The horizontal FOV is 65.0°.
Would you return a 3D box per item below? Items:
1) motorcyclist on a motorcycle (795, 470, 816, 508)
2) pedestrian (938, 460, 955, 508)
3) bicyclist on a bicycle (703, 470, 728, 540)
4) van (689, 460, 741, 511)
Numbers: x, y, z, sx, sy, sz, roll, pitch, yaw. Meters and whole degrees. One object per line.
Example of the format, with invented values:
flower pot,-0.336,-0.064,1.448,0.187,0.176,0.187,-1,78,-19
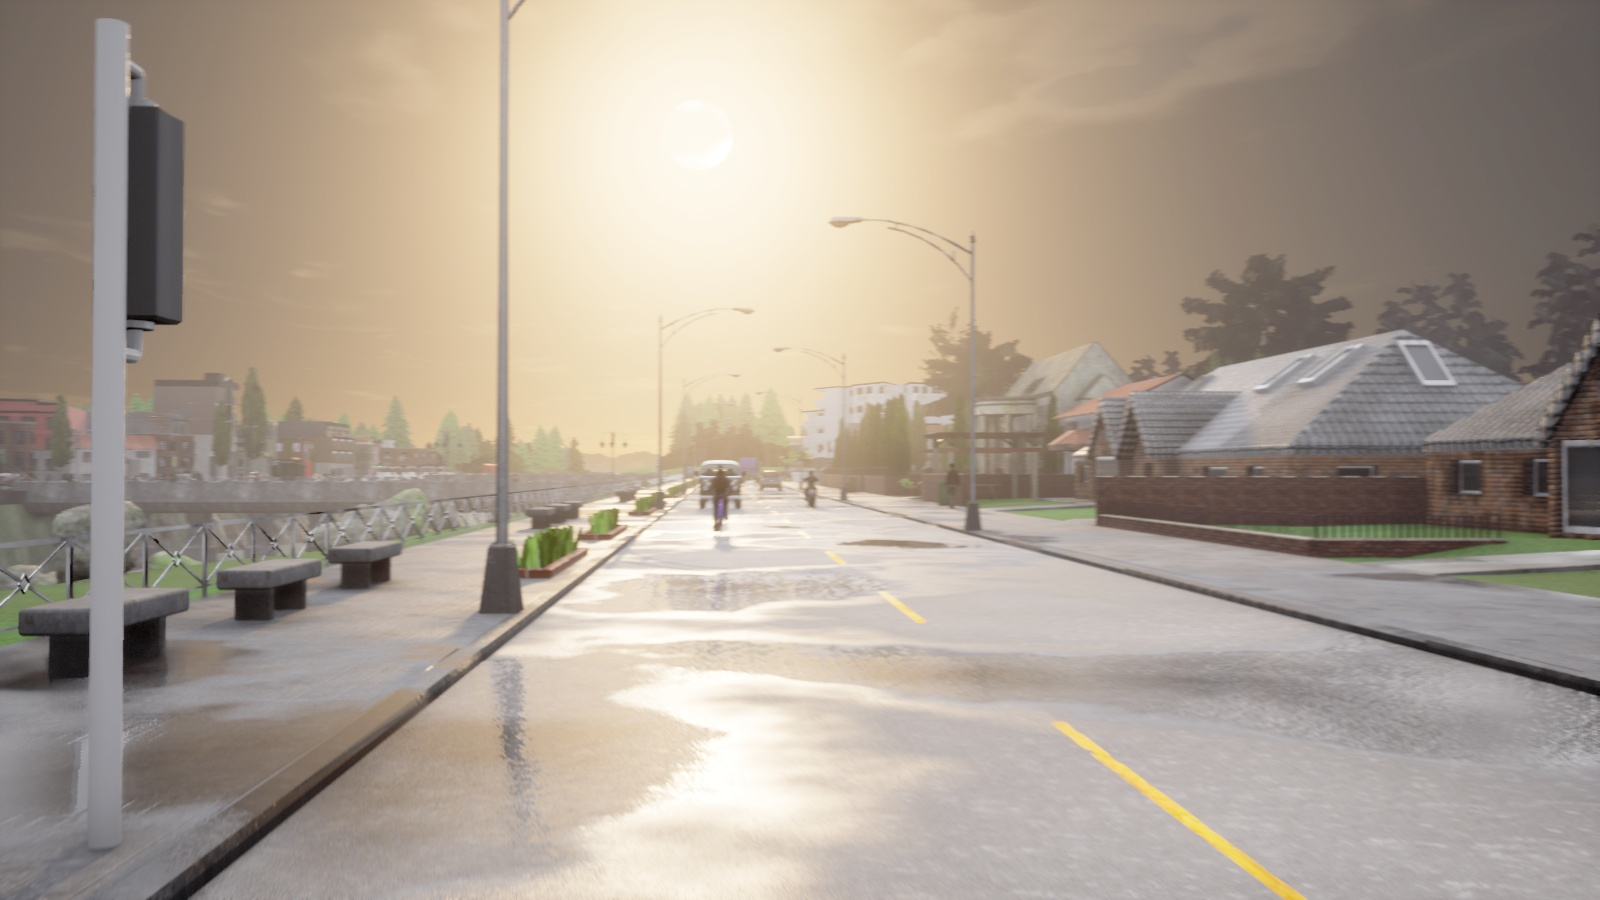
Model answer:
motorcyclist on a motorcycle,0.238,1.708,55.674,0.766,1.649,2.350,0,-1,-4
pedestrian,5.693,1.311,48.791,0.431,1.840,0.703,0,-1,-14
bicyclist on a bicycle,-2.028,1.295,30.174,0.582,1.620,1.656,0,-1,-4
van,-3.577,1.460,52.799,2.069,2.038,4.480,0,-1,-4
